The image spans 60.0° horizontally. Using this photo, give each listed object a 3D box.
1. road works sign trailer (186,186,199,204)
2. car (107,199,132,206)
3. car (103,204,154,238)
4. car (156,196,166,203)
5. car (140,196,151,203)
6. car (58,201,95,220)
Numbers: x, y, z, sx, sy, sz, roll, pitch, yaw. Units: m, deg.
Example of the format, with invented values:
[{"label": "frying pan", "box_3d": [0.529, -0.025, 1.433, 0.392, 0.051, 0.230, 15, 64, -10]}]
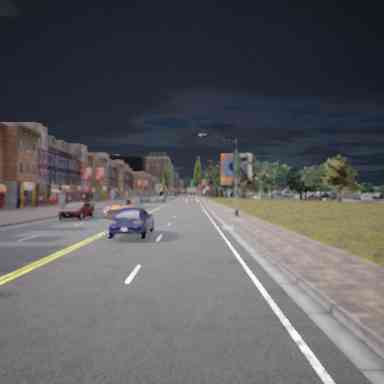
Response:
[{"label": "road works sign trailer", "box_3d": [-0.003, 0.634, 69.939, 2.380, 3.560, 2.880, 0, 0, 0]}, {"label": "car", "box_3d": [-6.597, 1.431, 30.367, 2.097, 1.767, 4.553, 0, 0, 0]}, {"label": "car", "box_3d": [-3.150, 1.571, 17.741, 1.812, 1.442, 4.674, 0, 0, 0]}, {"label": "car", "box_3d": [-6.502, 1.590, 70.893, 1.812, 1.442, 4.674, 0, 0, 0]}, {"label": "car", "box_3d": [-9.752, 1.600, 70.477, 1.837, 1.490, 4.892, 0, 0, 0]}, {"label": "car", "box_3d": [-9.849, 1.552, 28.744, 1.882, 1.535, 5.008, 0, 0, 0]}]
